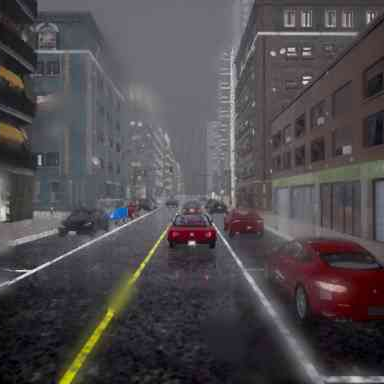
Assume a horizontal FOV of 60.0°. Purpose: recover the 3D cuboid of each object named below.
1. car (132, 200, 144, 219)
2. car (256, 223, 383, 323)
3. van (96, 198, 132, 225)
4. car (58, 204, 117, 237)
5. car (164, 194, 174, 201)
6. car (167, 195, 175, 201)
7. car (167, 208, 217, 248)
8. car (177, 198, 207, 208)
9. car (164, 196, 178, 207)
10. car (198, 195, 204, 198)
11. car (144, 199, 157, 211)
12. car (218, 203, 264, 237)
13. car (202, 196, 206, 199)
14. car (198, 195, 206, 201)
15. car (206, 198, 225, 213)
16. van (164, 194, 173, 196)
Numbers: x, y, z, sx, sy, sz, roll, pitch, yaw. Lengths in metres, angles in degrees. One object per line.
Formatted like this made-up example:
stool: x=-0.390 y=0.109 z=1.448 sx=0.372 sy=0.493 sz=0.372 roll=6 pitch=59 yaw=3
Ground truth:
car: x=-5.683 y=1.551 z=29.028 sx=1.887 sy=1.381 sz=4.507 roll=0 pitch=0 yaw=0
car: x=2.698 y=1.580 z=6.922 sx=1.802 sy=1.307 sz=4.206 roll=0 pitch=0 yaw=0
van: x=-5.681 y=1.345 z=23.505 sx=1.690 sy=1.788 sz=3.998 roll=0 pitch=0 yaw=0
car: x=-5.683 y=1.568 z=17.981 sx=1.947 sy=1.339 sz=4.313 roll=0 pitch=0 yaw=0
car: x=-5.682 y=1.369 z=83.521 sx=2.192 sy=1.841 sz=5.009 roll=0 pitch=0 yaw=0
car: x=-5.684 y=1.605 z=89.049 sx=1.887 sy=1.381 sz=4.507 roll=0 pitch=0 yaw=0
car: x=0.000 y=1.618 z=14.680 sx=1.895 sy=1.301 sz=4.718 roll=0 pitch=0 yaw=0
car: x=0.000 y=1.571 z=29.651 sx=2.033 sy=1.411 sz=5.357 roll=0 pitch=0 yaw=0
car: x=-3.000 y=1.676 z=50.622 sx=1.895 sy=1.301 sz=4.718 roll=0 pitch=0 yaw=0
car: x=2.697 y=1.629 z=77.992 sx=1.802 sy=1.307 sz=4.206 roll=0 pitch=0 yaw=0
car: x=-5.683 y=1.579 z=40.075 sx=1.947 sy=1.339 sz=4.313 roll=0 pitch=0 yaw=0
car: x=2.698 y=1.547 z=17.969 sx=1.887 sy=1.381 sz=4.507 roll=0 pitch=0 yaw=0
car: x=2.698 y=1.582 z=45.586 sx=1.947 sy=1.339 sz=4.313 roll=0 pitch=0 yaw=0
car: x=2.698 y=1.500 z=89.048 sx=1.967 sy=1.590 sz=4.097 roll=0 pitch=0 yaw=0
car: x=2.698 y=1.576 z=34.539 sx=1.947 sy=1.339 sz=4.313 roll=0 pitch=0 yaw=0
van: x=-5.682 y=1.388 z=77.993 sx=1.690 sy=1.788 sz=3.998 roll=0 pitch=0 yaw=0
